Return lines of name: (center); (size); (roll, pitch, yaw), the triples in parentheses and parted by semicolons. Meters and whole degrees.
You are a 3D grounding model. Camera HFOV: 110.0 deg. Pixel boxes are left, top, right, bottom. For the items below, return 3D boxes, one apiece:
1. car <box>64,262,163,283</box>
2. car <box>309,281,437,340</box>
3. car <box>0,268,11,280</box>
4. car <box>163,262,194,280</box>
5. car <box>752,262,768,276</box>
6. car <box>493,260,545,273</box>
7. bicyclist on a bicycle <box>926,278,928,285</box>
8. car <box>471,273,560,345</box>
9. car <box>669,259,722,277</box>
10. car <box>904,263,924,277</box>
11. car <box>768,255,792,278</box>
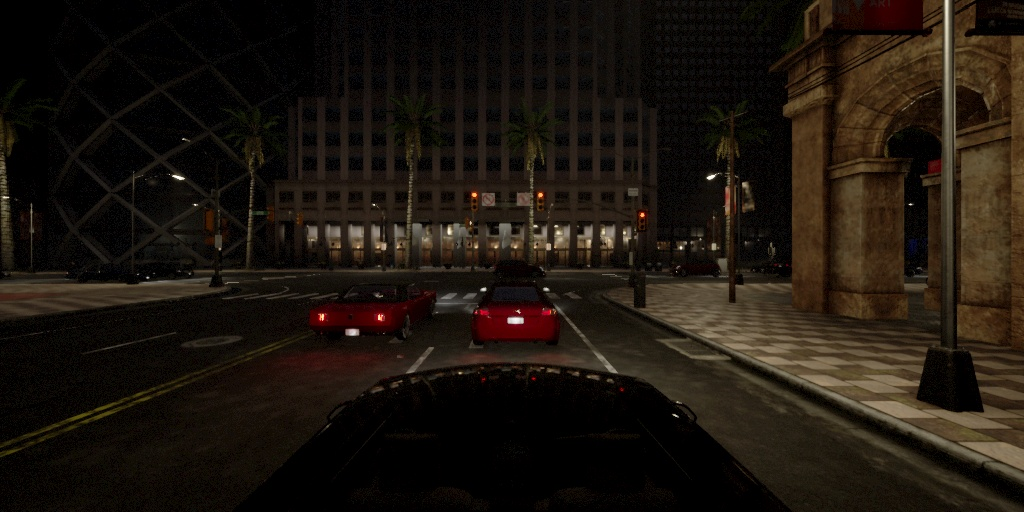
car: (-30.997, 1.297, 27.774); (5.357, 1.411, 2.033); (0, 0, -3)
car: (-3.419, 1.351, 9.931); (1.895, 1.301, 4.718); (0, 0, 0)
car: (-43.164, 1.241, 28.037); (4.902, 1.511, 2.128); (0, 0, -26)
car: (-30.460, 1.276, 31.152); (4.674, 1.442, 1.812); (0, 0, -4)
car: (26.903, 1.241, 35.039); (4.902, 1.511, 2.128); (0, 0, 0)
car: (0.633, 1.102, 31.408); (4.553, 1.767, 2.097); (0, 0, 0)
bicyclist on a bicycle: (24.674, 1.050, 20.563); (0.582, 1.620, 1.656); (0, 0, 0)
car: (0.080, 1.314, 9.470); (1.994, 1.385, 4.181); (0, 0, 0)
car: (17.809, 1.102, 35.064); (4.553, 1.767, 2.097); (0, 0, 0)
car: (36.676, 1.297, 35.004); (5.357, 1.411, 2.033); (0, 0, 0)
car: (26.118, 0.971, 31.342); (5.566, 2.045, 2.150); (0, 0, 0)
